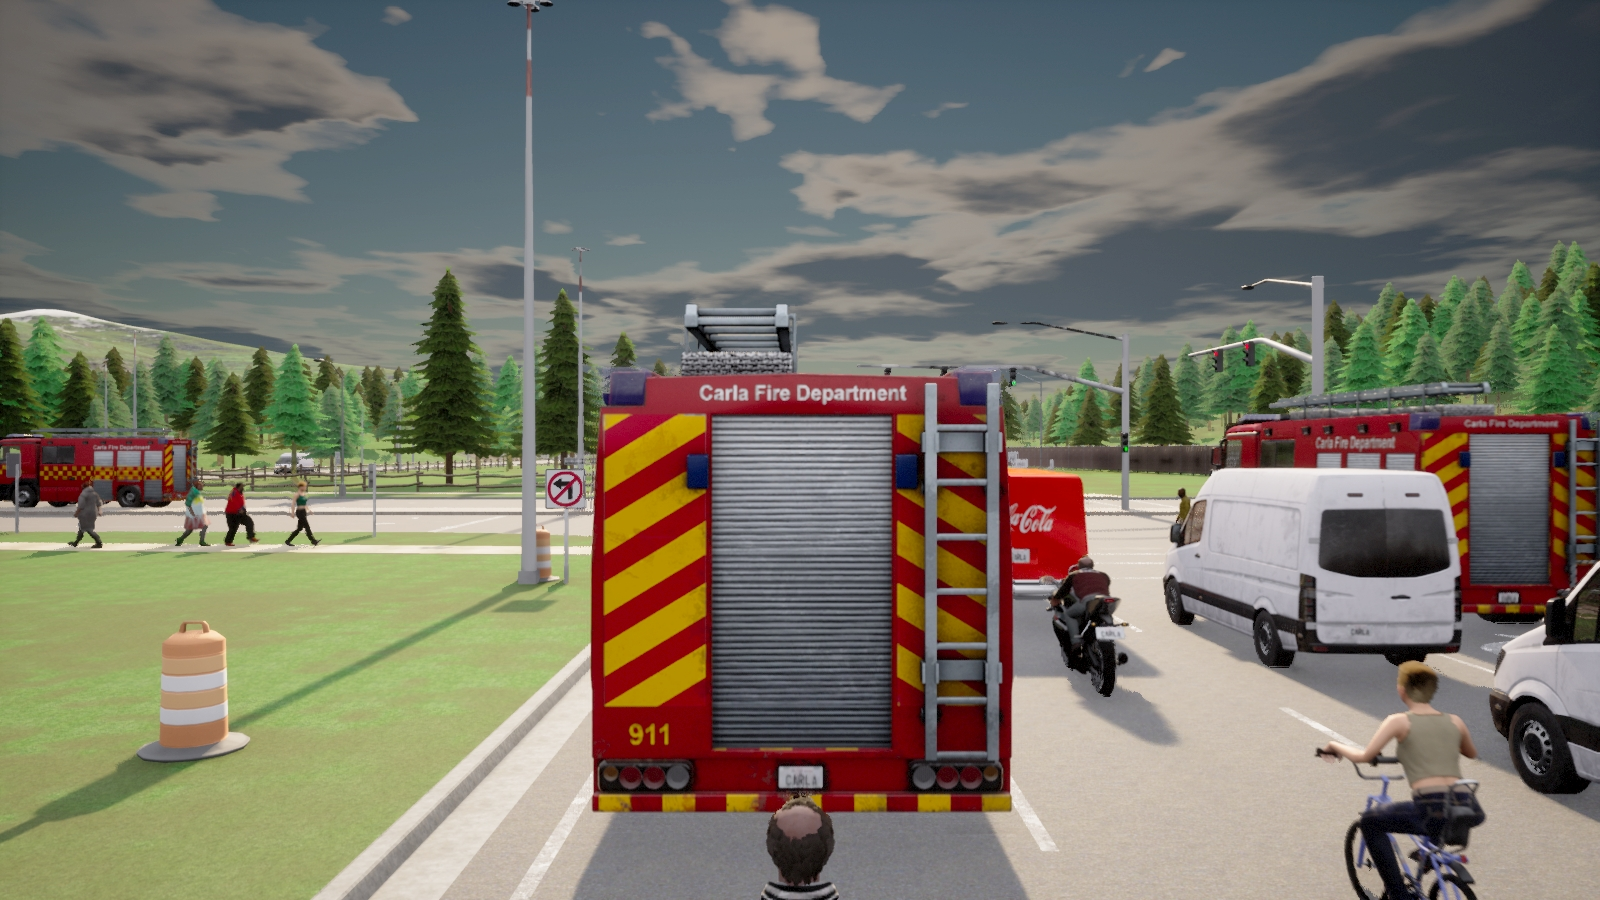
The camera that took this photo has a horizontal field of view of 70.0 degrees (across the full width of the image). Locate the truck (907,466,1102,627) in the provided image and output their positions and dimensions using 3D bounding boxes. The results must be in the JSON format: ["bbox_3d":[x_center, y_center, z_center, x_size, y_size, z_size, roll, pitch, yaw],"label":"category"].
[{"bbox_3d":[3.505,1.574,20.854,2.627,2.467,5.204,0,0,0],"label":"truck"}]

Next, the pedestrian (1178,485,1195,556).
[{"bbox_3d":[10.211,1.849,30.203,0.375,1.860,0.375,0,0,8],"label":"pedestrian"}]

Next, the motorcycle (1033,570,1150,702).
[{"bbox_3d":[3.497,2.205,13.944,0.867,1.251,2.209,0,0,0],"label":"motorcycle"}]

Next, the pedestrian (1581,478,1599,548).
[{"bbox_3d":[21.326,1.696,30.712,0.375,1.860,0.375,0,0,-5],"label":"pedestrian"}]

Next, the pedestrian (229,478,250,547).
[{"bbox_3d":[-15.237,1.696,31.060,0.375,1.860,0.375,0,0,5],"label":"pedestrian"}]

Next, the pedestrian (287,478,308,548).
[{"bbox_3d":[-13.578,1.696,30.891,0.375,1.860,0.375,0,0,6],"label":"pedestrian"}]

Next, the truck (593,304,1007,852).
[{"bbox_3d":[-0.003,0.891,12.215,2.891,3.827,8.468,0,0,0],"label":"truck"}]

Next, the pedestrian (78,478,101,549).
[{"bbox_3d":[-19.049,1.696,30.650,0.375,1.860,0.375,0,0,6],"label":"pedestrian"}]

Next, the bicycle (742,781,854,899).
[{"bbox_3d":[-0.006,2.060,3.650,0.329,1.471,1.835,0,0,0],"label":"bicycle"}]

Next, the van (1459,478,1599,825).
[{"bbox_3d":[6.995,1.534,7.454,1.988,2.561,5.915,0,0,0],"label":"van"}]

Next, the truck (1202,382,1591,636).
[{"bbox_3d":[10.497,0.890,21.491,2.891,3.827,8.468,0,0,0],"label":"truck"}]

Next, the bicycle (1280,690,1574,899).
[{"bbox_3d":[3.485,2.158,6.525,0.859,1.277,1.487,0,-1,0],"label":"bicycle"}]

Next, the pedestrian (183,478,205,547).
[{"bbox_3d":[-16.540,1.697,31.178,0.375,1.860,0.375,0,0,4],"label":"pedestrian"}]

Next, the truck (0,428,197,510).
[{"bbox_3d":[-34.171,0.890,55.274,8.468,3.827,2.891,0,0,1],"label":"truck"}]

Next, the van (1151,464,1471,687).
[{"bbox_3d":[6.998,1.535,16.560,1.988,2.561,5.915,0,0,0],"label":"van"}]
